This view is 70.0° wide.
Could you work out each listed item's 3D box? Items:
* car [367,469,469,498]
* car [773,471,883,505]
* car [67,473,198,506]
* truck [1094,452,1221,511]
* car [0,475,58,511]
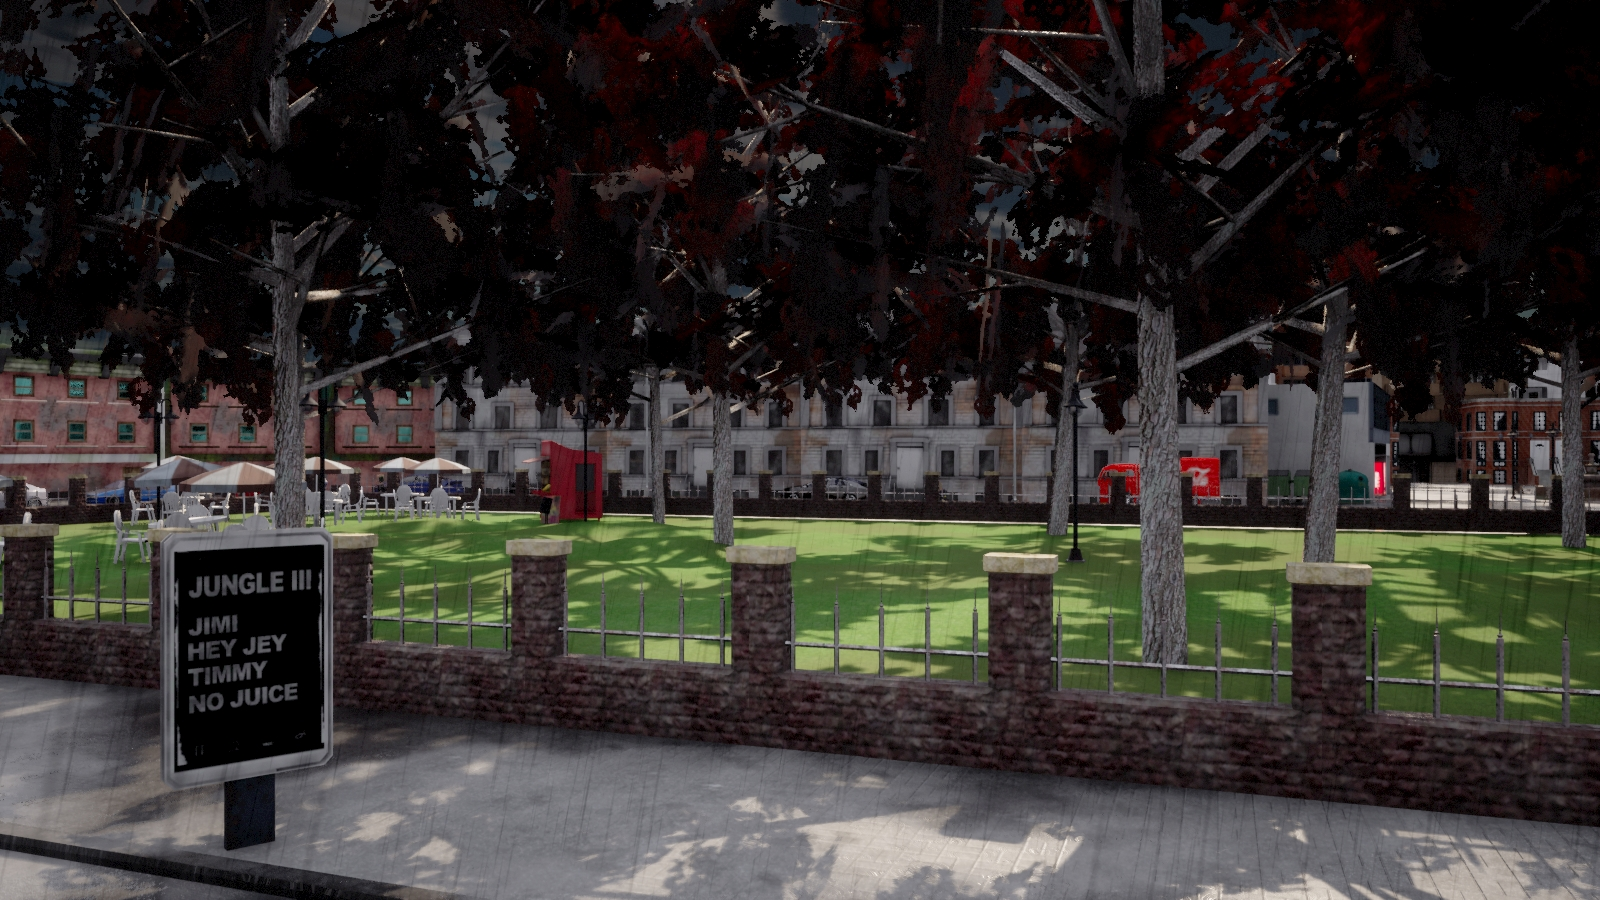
[{"bbox_3d":[-21.253,1.833,63.651,5.006,1.535,2.097,0,0,13],"label":"car"},{"bbox_3d":[1.372,1.835,55.745,4.902,1.511,2.128,0,0,20],"label":"car"},{"bbox_3d":[-32.737,1.907,56.226,2.033,1.411,5.357,0,0,26],"label":"car"},{"bbox_3d":[15.811,1.346,50.512,5.204,2.467,2.627,0,0,20],"label":"truck"},{"bbox_3d":[-35.241,1.862,49.463,2.231,1.480,4.892,0,0,20],"label":"car"}]
